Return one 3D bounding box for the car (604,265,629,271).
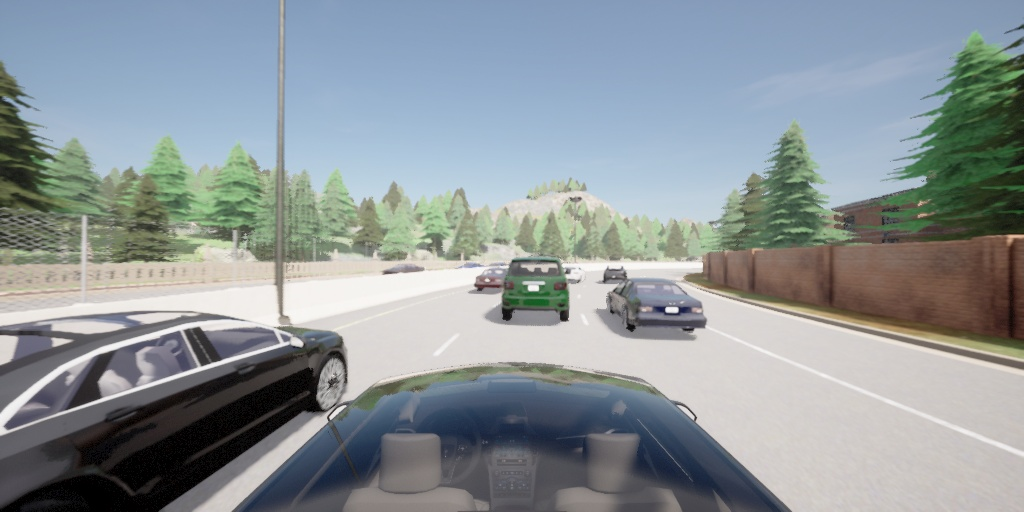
[{"bbox_3d":[9.031,1.501,31.194,2.128,1.511,4.902,0,0,20],"label":"car"}]

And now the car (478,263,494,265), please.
[{"bbox_3d":[-1.813,1.507,42.173,1.882,1.535,5.008,0,-1,24],"label":"car"}]

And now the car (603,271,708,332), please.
[{"bbox_3d":[4.230,1.389,11.303,2.033,1.411,5.357,0,0,7],"label":"car"}]

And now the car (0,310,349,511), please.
[{"bbox_3d":[-3.257,1.234,3.180,2.128,1.511,4.902,0,0,1],"label":"car"}]

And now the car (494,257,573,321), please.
[{"bbox_3d":[0.974,1.059,13.148,2.150,2.045,5.566,0,0,7],"label":"car"}]

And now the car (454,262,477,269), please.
[{"bbox_3d":[-5.150,1.497,43.273,1.882,1.535,5.008,0,0,24],"label":"car"}]

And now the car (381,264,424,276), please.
[{"bbox_3d":[-11.245,1.492,37.472,2.033,1.411,5.357,0,0,20],"label":"car"}]

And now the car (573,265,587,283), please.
[{"bbox_3d":[5.187,1.512,30.852,1.812,1.442,4.674,0,0,18],"label":"car"}]

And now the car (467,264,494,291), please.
[{"bbox_3d":[-0.825,1.444,22.790,2.033,1.411,5.357,0,0,13],"label":"car"}]
